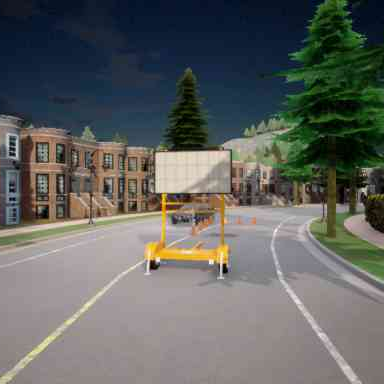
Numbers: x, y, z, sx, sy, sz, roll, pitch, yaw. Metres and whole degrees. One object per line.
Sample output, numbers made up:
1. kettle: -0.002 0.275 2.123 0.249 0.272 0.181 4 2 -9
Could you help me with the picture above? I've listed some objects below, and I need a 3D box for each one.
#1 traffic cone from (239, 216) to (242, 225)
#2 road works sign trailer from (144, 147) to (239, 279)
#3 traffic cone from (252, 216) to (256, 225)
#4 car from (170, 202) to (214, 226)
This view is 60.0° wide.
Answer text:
1. traffic cone: 3.263 1.954 22.789 0.340 0.580 0.340 0 0 12
2. road works sign trailer: 0.057 0.464 10.180 2.380 3.560 2.880 0 0 12
3. traffic cone: 4.240 1.955 22.582 0.340 0.580 0.340 0 0 12
4. car: 0.118 1.505 23.577 1.837 1.490 4.892 0 0 22
